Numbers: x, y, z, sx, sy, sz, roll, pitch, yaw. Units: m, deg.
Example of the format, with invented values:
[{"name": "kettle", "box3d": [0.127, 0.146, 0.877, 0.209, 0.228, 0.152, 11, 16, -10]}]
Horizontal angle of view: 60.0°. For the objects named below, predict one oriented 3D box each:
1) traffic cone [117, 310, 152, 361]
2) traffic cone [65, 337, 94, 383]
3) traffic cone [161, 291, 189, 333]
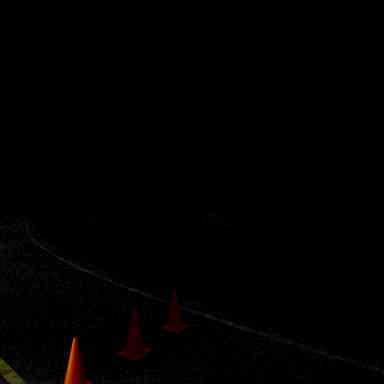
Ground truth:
[{"name": "traffic cone", "box3d": [-0.795, 1.938, 4.610, 0.340, 0.580, 0.340, 1, 1, 31]}, {"name": "traffic cone", "box3d": [-1.313, 1.945, 3.759, 0.340, 0.580, 0.340, 1, 1, 31]}, {"name": "traffic cone", "box3d": [-0.277, 1.931, 5.460, 0.340, 0.580, 0.340, 1, 1, 31]}]
